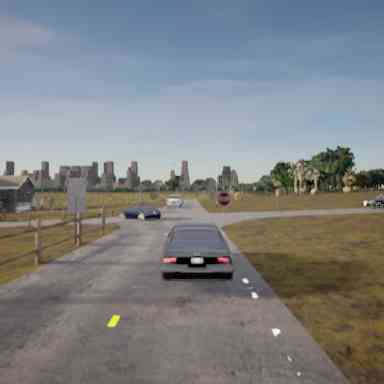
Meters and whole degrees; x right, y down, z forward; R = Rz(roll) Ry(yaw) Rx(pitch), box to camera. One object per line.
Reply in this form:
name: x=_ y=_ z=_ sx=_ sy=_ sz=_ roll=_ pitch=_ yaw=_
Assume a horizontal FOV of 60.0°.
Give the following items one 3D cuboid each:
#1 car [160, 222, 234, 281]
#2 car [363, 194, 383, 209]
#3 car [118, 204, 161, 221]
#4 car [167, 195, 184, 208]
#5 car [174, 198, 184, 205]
car: x=0.102 y=1.595 z=9.950 sx=2.033 sy=1.411 sz=5.357 roll=0 pitch=0 yaw=0
car: x=19.492 y=0.854 z=32.766 sx=4.902 sy=1.511 sz=2.128 roll=-2 pitch=0 yaw=0
car: x=-4.822 y=1.837 z=30.219 sx=4.181 sy=1.385 sz=1.994 roll=-3 pitch=-1 yaw=40
car: x=-2.815 y=1.503 z=54.081 sx=2.150 sy=2.045 sz=5.566 roll=0 pitch=0 yaw=0
car: x=-2.738 y=1.913 z=69.492 sx=1.812 sy=1.442 sz=4.674 roll=0 pitch=0 yaw=0
